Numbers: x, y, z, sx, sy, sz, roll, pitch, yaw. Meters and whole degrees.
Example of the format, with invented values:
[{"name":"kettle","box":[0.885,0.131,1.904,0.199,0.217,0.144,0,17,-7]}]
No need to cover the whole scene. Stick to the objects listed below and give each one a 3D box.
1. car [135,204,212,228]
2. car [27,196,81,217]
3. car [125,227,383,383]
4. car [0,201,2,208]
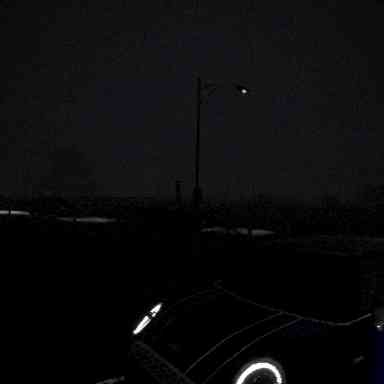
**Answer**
[{"name":"car","box":[-1.161,1.437,20.705,4.718,1.301,1.895,1,-1,30]},{"name":"car","box":[-10.986,1.117,26.501,5.008,1.535,1.882,1,-1,31]},{"name":"car","box":[1.517,1.384,4.032,4.553,1.767,2.097,1,0,-36]},{"name":"car","box":[-20.508,0.944,32.422,4.902,1.511,2.128,1,0,33]}]
